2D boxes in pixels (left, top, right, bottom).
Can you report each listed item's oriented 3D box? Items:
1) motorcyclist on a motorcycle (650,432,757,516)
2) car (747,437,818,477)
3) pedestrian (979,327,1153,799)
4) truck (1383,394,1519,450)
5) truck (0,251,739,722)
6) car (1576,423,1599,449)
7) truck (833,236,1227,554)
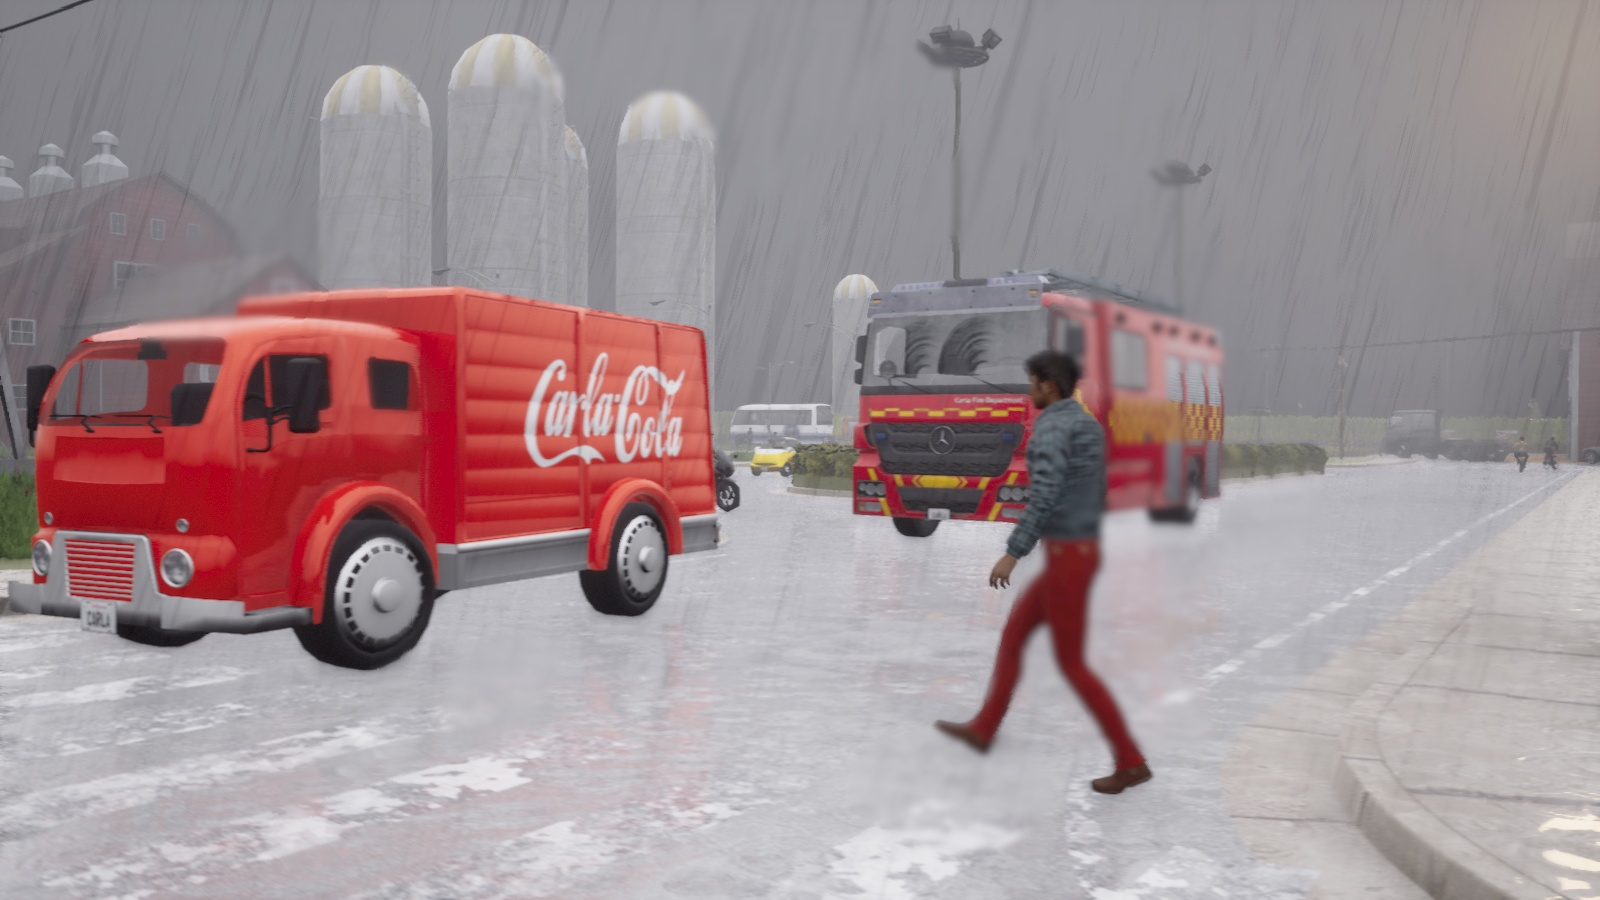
[{"bbox_3d":[-1.841,0.428,23.751,2.044,1.523,0.797,0,1,41],"label":"motorcyclist on a motorcycle"},{"bbox_3d":[-0.606,0.230,43.895,1.481,1.376,2.207,0,1,33],"label":"car"},{"bbox_3d":[1.104,0.442,5.212,0.614,1.847,0.353,0,1,31],"label":"pedestrian"},{"bbox_3d":[42.197,-1.778,81.771,2.891,3.462,7.936,-1,1,-21],"label":"truck"},{"bbox_3d":[-2.860,0.150,9.487,2.627,2.467,5.204,0,1,25],"label":"truck"},{"bbox_3d":[46.622,-0.784,71.352,1.970,1.475,3.806,-1,1,-27],"label":"car"},{"bbox_3d":[3.991,-0.724,19.420,2.891,3.827,8.468,0,1,33],"label":"truck"}]
